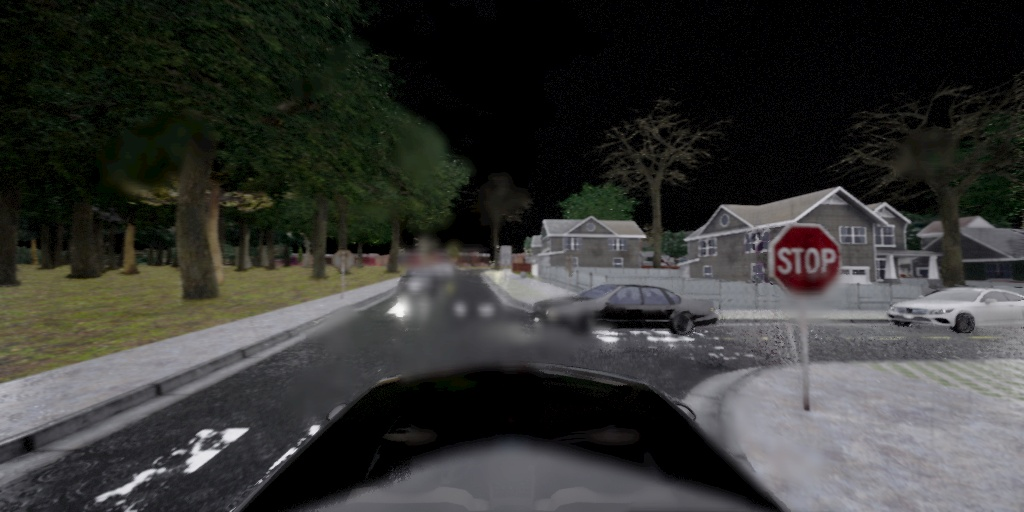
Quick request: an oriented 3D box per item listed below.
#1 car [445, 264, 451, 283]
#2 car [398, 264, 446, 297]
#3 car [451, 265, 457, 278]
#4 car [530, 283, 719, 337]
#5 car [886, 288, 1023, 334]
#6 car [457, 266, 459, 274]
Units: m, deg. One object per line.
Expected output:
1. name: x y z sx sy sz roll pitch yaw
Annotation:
1. car: -6.293 1.511 29.866 1.812 1.442 4.674 1 -1 -8
2. car: -5.102 1.386 20.157 2.128 1.511 4.902 1 -1 -7
3. car: -7.482 1.626 39.908 1.812 1.442 4.674 1 -1 -7
4. car: 3.316 1.524 10.637 5.357 1.411 2.033 2 -3 -12
5. car: 15.562 1.804 12.274 4.674 1.442 1.812 1 -3 -7
6. car: -8.538 1.851 50.375 1.895 1.301 4.718 1 -1 -4
